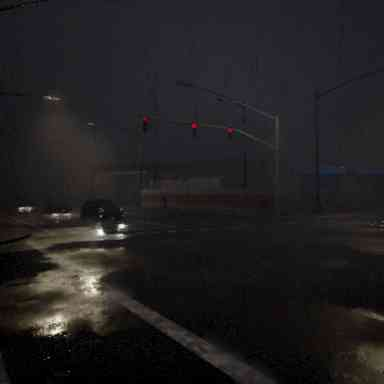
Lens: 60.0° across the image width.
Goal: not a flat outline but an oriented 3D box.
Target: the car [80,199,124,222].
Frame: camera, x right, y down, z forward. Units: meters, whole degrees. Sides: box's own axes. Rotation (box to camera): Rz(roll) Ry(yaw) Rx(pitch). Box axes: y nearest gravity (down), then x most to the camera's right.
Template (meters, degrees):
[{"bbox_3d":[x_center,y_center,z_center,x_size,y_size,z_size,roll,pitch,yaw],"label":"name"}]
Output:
[{"bbox_3d":[-7.148,1.330,26.264,2.097,1.767,4.553,-1,0,-37],"label":"car"}]

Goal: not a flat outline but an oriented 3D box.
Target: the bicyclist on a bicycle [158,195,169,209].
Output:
[{"bbox_3d":[-3.398,1.182,39.648,1.656,1.620,0.582,-1,0,-37],"label":"bicyclist on a bicycle"}]

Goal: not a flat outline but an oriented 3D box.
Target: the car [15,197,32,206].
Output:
[{"bbox_3d":[-26.828,1.485,52.913,2.128,1.511,4.902,-1,0,-36],"label":"car"}]

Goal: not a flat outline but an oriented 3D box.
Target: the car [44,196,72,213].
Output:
[{"bbox_3d":[-14.969,1.532,36.820,2.033,1.411,5.357,-1,0,-37],"label":"car"}]

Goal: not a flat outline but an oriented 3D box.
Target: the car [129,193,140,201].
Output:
[{"bbox_3d":[-11.195,1.067,71.810,4.611,1.667,2.242,-1,0,-35],"label":"car"}]
